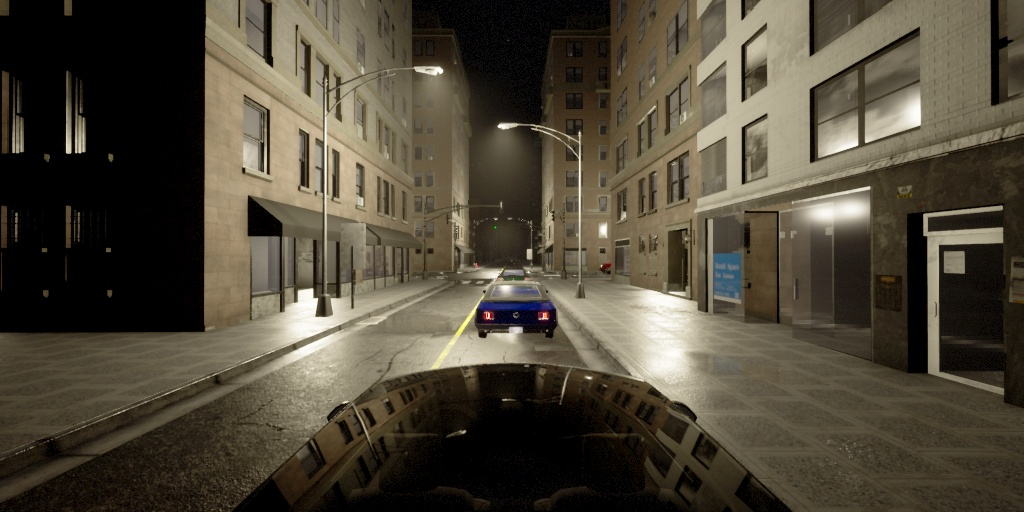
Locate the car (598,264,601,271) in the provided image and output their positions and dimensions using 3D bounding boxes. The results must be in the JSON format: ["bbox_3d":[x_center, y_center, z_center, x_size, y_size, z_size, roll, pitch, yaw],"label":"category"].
[{"bbox_3d":[12.256,1.102,39.928,5.009,1.841,2.192,0,0,0],"label":"car"}]

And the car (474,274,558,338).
[{"bbox_3d":[0.099,1.352,10.142,1.895,1.301,4.718,0,0,0],"label":"car"}]

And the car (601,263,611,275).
[{"bbox_3d":[12.443,1.325,37.395,5.357,1.411,2.033,0,0,0],"label":"car"}]

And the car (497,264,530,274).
[{"bbox_3d":[0.092,1.322,20.239,1.994,1.385,4.181,0,0,0],"label":"car"}]
